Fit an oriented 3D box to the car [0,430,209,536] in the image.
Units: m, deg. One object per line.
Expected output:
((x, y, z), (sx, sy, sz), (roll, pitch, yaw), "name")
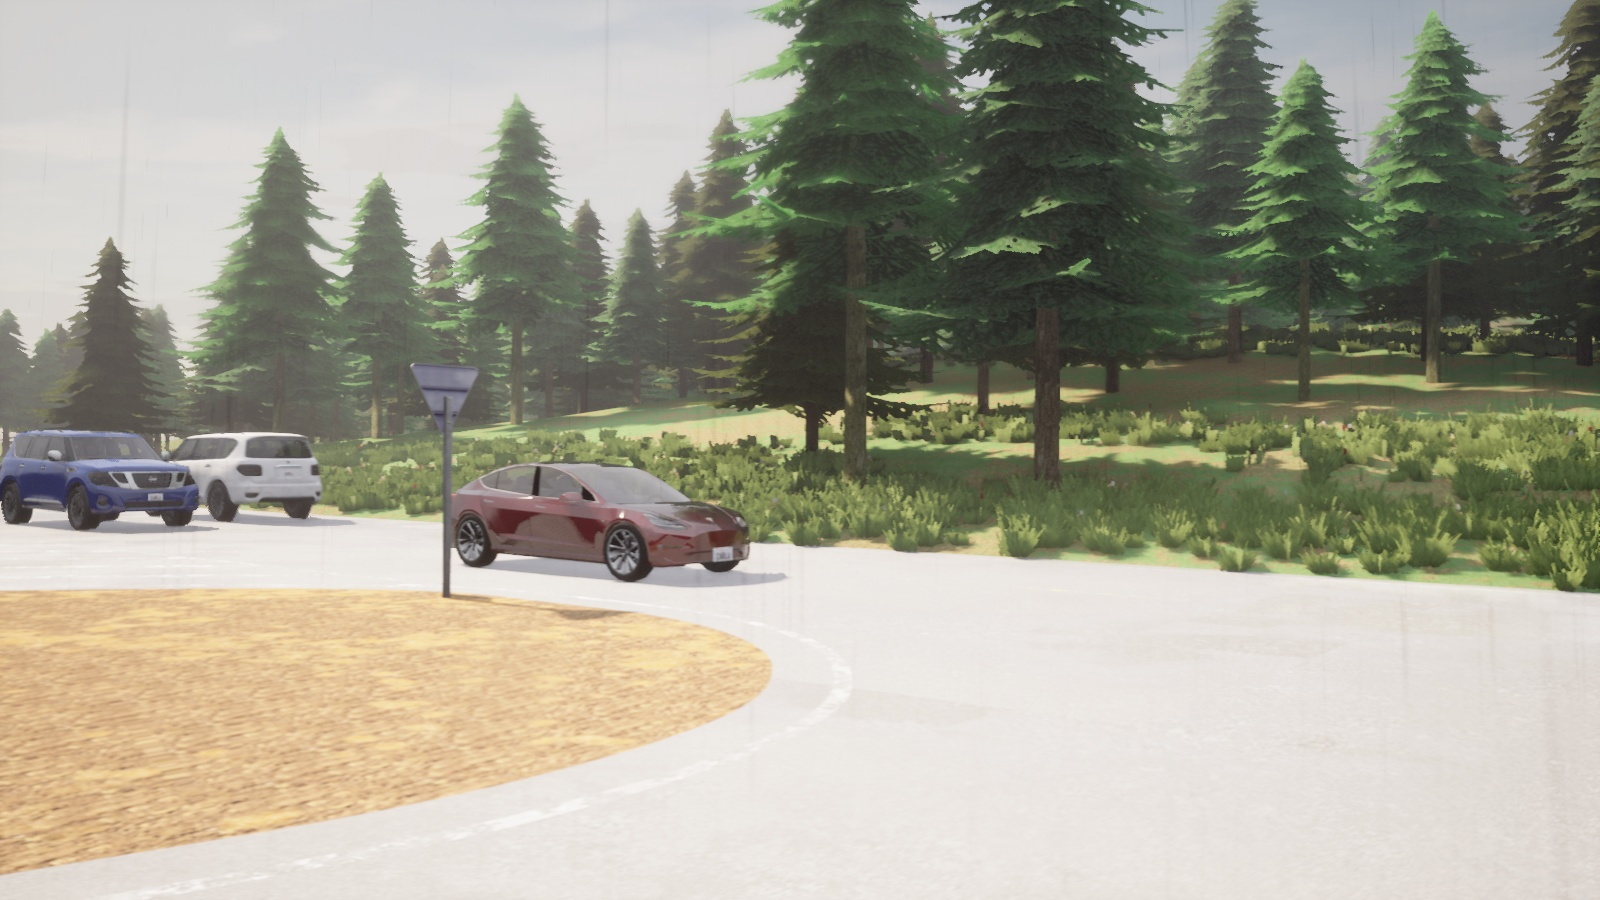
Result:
((-15.046, 0.648, 26.767), (5.566, 2.045, 2.150), (0, 0, 38), "car")

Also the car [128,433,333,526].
((-13.769, 0.669, 30.210), (5.566, 2.045, 2.150), (0, 0, 38), "car")

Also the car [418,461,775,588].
((-2.885, 0.906, 17.274), (4.792, 1.488, 2.163), (0, 0, 38), "car")
